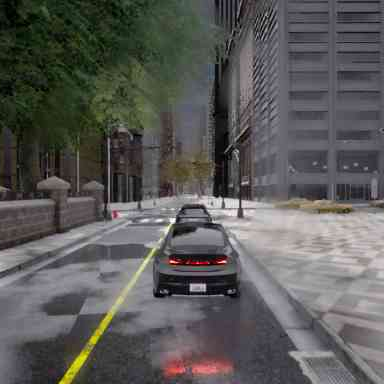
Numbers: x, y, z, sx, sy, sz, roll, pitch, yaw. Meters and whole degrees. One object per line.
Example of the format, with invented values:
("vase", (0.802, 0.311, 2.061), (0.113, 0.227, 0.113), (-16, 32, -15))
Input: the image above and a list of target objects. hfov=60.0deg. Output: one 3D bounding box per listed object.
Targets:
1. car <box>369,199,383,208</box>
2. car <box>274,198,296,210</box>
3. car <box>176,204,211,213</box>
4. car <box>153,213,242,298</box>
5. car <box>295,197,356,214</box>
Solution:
("car", (23.445, 1.145, 39.043), (4.829, 1.417, 1.752), (-1, 1, 0))
("car", (12.104, 1.330, 39.106), (4.829, 1.417, 1.752), (-1, 1, 0))
("car", (0.098, 1.441, 18.651), (2.033, 1.649, 4.856), (0, 0, 1))
("car", (0.113, 1.508, 8.521), (1.837, 1.490, 4.892), (0, 0, 0))
("car", (12.407, 1.342, 30.579), (4.829, 1.417, 1.752), (-1, 1, 0))
